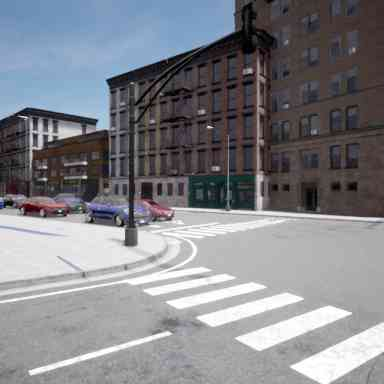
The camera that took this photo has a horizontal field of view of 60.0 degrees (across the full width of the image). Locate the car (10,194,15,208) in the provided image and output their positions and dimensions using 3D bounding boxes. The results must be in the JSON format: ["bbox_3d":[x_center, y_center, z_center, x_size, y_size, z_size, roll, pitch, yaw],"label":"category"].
[{"bbox_3d":[-19.160,1.029,36.466,4.902,1.511,2.128,1,0,40],"label":"car"}]

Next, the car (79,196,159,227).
[{"bbox_3d":[-4.586,1.089,20.593,4.553,1.767,2.097,1,0,39],"label":"car"}]

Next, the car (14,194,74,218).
[{"bbox_3d":[-11.741,1.118,26.232,5.008,1.535,1.882,1,0,39],"label":"car"}]

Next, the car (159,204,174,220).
[{"bbox_3d":[-3.375,1.266,23.842,4.674,1.442,1.812,1,0,38],"label":"car"}]

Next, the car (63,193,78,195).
[{"bbox_3d":[-14.097,0.940,36.740,4.553,1.767,2.097,1,0,39],"label":"car"}]

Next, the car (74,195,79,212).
[{"bbox_3d":[-11.155,1.201,29.923,4.181,1.385,1.994,1,0,39],"label":"car"}]

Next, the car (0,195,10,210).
[{"bbox_3d":[-20.665,1.007,33.483,5.008,1.535,1.882,1,0,40],"label":"car"}]
